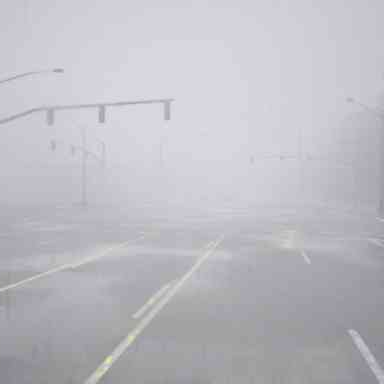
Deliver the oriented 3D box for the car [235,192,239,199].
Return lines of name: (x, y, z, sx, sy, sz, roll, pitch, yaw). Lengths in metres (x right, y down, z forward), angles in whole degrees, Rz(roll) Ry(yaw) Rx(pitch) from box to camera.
car: (9.497, 0.811, 75.325, 1.837, 1.490, 4.892, 0, 1, 12)

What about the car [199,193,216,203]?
car: (2.569, 1.060, 60.083, 1.882, 1.535, 5.008, 0, 1, 13)

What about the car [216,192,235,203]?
car: (5.995, 1.113, 59.366, 1.837, 1.490, 4.892, 1, 1, 13)
